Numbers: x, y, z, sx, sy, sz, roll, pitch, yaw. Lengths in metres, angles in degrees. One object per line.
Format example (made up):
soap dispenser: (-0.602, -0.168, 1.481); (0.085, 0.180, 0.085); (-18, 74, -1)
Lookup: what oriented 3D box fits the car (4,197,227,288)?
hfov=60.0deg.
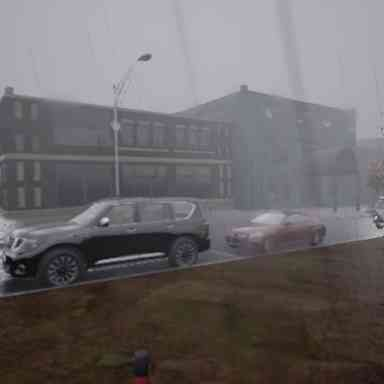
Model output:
car: (-2.025, 1.169, 9.237); (5.566, 2.045, 2.435); (0, 0, -35)

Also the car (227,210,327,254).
car: (3.460, 1.457, 13.163); (4.674, 1.452, 2.002); (0, 0, -35)

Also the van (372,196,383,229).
van: (12.379, 1.212, 19.551); (4.442, 1.987, 1.878); (0, 0, -33)
